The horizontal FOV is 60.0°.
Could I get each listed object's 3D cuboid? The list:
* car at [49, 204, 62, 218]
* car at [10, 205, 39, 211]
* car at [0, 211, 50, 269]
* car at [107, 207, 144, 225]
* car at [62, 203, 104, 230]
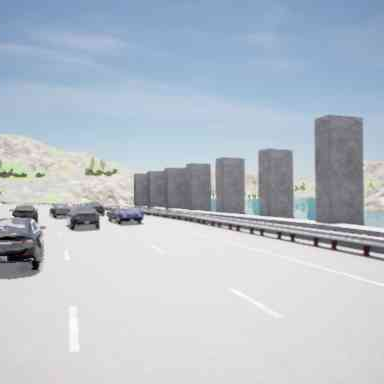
[{"bbox_3d":[-13.579,1.912,34.368,2.033,1.411,5.357,0,0,-29],"label":"car"},{"bbox_3d":[-14.108,1.836,28.104,1.837,1.490,4.892,0,0,-28],"label":"car"},{"bbox_3d":[-6.074,1.628,11.219,2.128,1.511,4.902,0,0,-23],"label":"car"},{"bbox_3d":[-5.417,1.824,26.545,1.895,1.301,4.718,0,0,-26],"label":"car"},{"bbox_3d":[-7.692,1.732,23.202,1.837,1.490,4.892,0,-1,-26],"label":"car"}]
